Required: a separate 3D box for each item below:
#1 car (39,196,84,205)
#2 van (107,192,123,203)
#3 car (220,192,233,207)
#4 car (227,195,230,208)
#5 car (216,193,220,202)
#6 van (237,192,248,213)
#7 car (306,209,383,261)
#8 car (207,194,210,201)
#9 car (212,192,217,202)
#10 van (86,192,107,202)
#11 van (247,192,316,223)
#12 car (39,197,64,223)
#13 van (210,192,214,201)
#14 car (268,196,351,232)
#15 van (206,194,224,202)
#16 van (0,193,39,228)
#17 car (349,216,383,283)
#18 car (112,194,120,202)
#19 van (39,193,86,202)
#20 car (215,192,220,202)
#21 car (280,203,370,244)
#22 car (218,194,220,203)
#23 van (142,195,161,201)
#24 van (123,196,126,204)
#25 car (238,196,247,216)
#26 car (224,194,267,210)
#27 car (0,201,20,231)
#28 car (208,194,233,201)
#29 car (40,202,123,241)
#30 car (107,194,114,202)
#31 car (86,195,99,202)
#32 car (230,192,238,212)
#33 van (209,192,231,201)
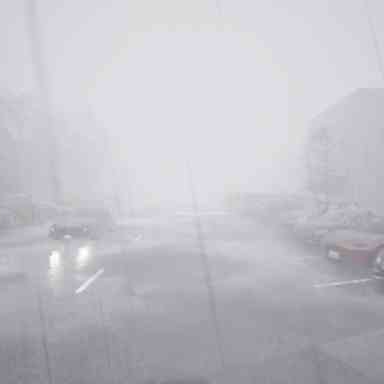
[{"bbox_3d":[-11.253,1.322,25.247,5.366,1.575,1.946,-1,0,-20],"label":"car"},{"bbox_3d":[-11.560,1.038,42.801,4.442,1.987,1.878,-1,0,-20],"label":"van"},{"bbox_3d":[6.401,1.023,36.904,5.566,2.045,2.435,1,0,-20],"label":"car"},{"bbox_3d":[6.378,1.325,33.956,4.674,1.452,2.002,1,0,-20],"label":"car"},{"bbox_3d":[6.328,1.280,45.686,4.792,1.488,2.163,1,0,-20],"label":"car"},{"bbox_3d":[6.494,1.085,28.135,4.442,1.987,1.878,1,0,-20],"label":"van"},{"bbox_3d":[6.378,1.442,10.478,4.792,1.488,2.163,1,1,-20],"label":"car"},{"bbox_3d":[6.152,1.217,63.227,5.366,1.575,1.946,1,0,-20],"label":"car"},{"bbox_3d":[6.525,1.235,54.552,5.366,1.575,1.946,1,0,-20],"label":"car"},{"bbox_3d":[-11.334,1.061,34.058,4.442,1.987,1.878,-1,0,-20],"label":"van"},{"bbox_3d":[6.286,1.112,22.180,4.442,1.987,1.878,1,1,-20],"label":"van"},{"bbox_3d":[-11.416,1.343,22.237,4.892,1.521,2.231,-1,1,-20],"label":"car"},{"bbox_3d":[6.230,1.000,60.311,4.442,1.987,1.878,1,0,-20],"label":"van"},{"bbox_3d":[6.430,1.249,16.364,4.553,1.767,2.185,1,1,-20],"label":"car"},{"bbox_3d":[6.232,1.648,89.690,4.442,1.987,1.878,2,-4,-21],"label":"van"},{"bbox_3d":[-11.528,1.136,19.246,4.442,1.987,1.878,-1,1,-20],"label":"van"},{"bbox_3d":[6.419,1.434,7.552,4.892,1.521,2.231,1,1,-20],"label":"car"},{"bbox_3d":[-11.450,1.309,39.906,4.674,1.452,2.002,-1,0,-20],"label":"car"},{"bbox_3d":[-11.542,1.089,28.082,4.442,1.987,1.878,-1,1,-20],"label":"van"},{"bbox_3d":[6.531,1.245,48.691,5.366,1.575,1.946,1,0,-20],"label":"car"},{"bbox_3d":[6.408,1.395,13.425,4.892,1.521,2.231,1,1,-20],"label":"car"},{"bbox_3d":[6.357,1.259,42.759,4.892,1.521,2.231,1,0,-20],"label":"car"},{"bbox_3d":[-11.610,1.795,91.703,4.442,1.987,1.878,1,-3,-21],"label":"van"},{"bbox_3d":[-11.347,1.028,45.834,4.442,1.987,1.878,-1,0,-20],"label":"van"},{"bbox_3d":[6.380,1.323,25.159,5.008,1.535,2.097,1,0,-20],"label":"car"},{"bbox_3d":[6.403,1.139,39.828,4.553,1.767,2.185,1,0,-20],"label":"car"},{"bbox_3d":[-11.443,1.408,16.338,4.792,1.488,2.163,-1,1,-20],"label":"car"},{"bbox_3d":[6.270,1.262,72.096,4.892,1.521,2.231,1,-2,-20],"label":"car"},{"bbox_3d":[-5.118,1.438,16.365,2.033,1.411,5.357,0,0,0],"label":"car"},{"bbox_3d":[-11.444,1.319,36.960,4.674,1.452,2.002,-1,0,-20],"label":"car"},{"bbox_3d":[-11.430,1.339,31.066,4.674,1.452,2.002,-1,1,-20],"label":"car"},{"bbox_3d":[6.351,1.170,31.018,4.553,1.767,2.185,1,0,-20],"label":"car"},{"bbox_3d":[6.369,1.089,75.064,4.442,1.987,1.878,1,-2,-20],"label":"van"}]
